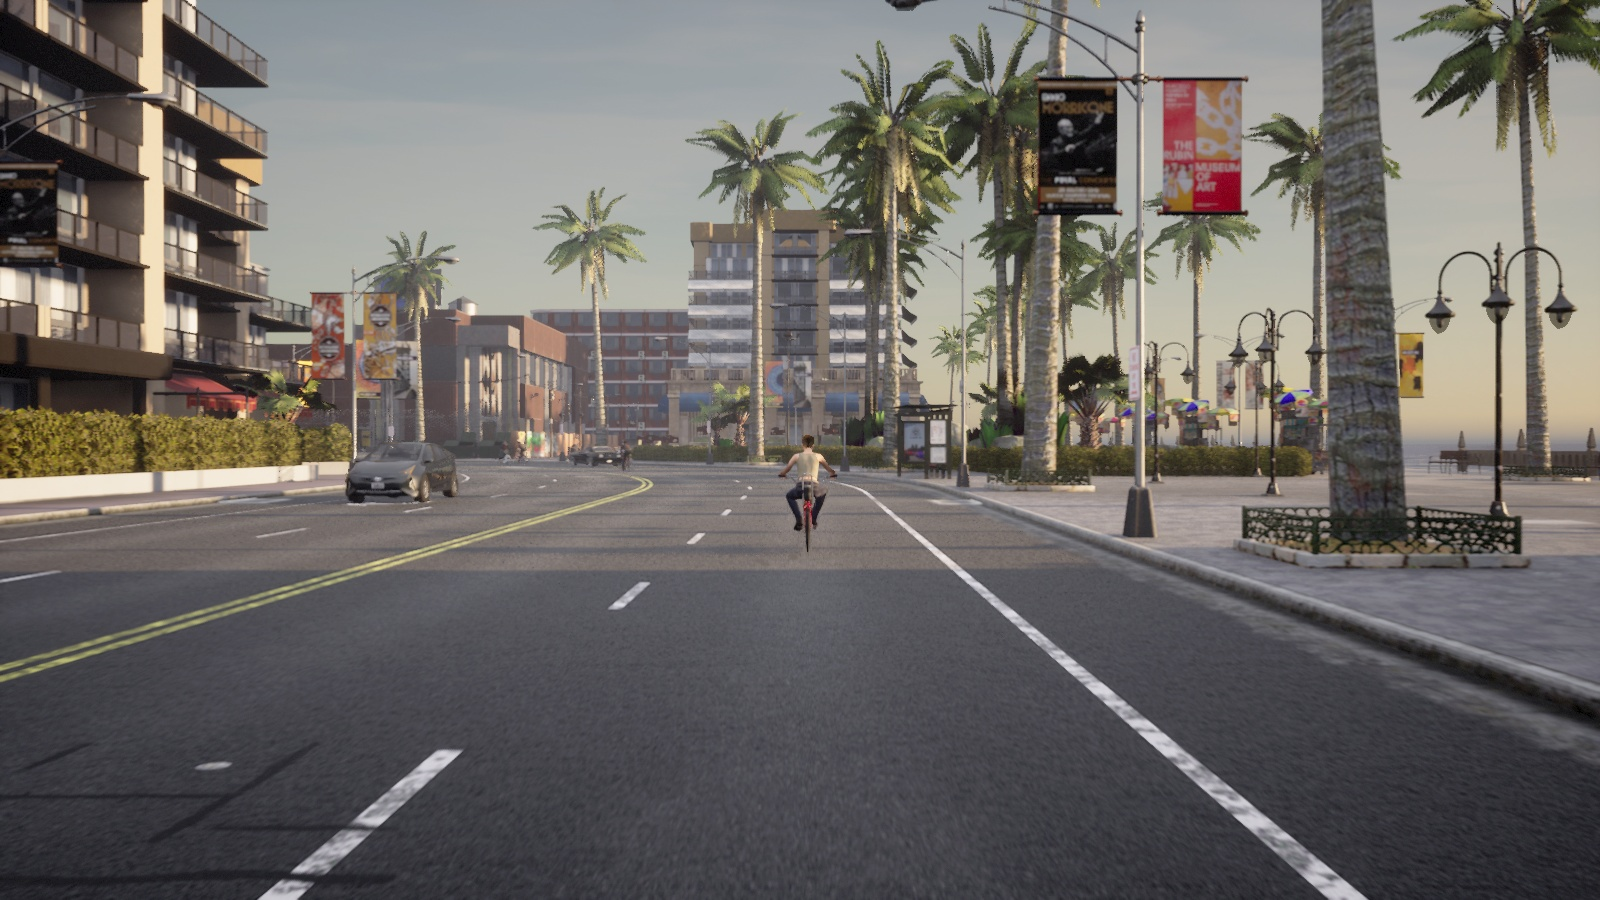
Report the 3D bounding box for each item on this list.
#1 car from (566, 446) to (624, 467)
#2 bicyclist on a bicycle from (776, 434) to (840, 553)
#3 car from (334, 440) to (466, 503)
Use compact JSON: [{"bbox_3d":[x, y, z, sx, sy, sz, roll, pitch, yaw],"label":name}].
[{"bbox_3d":[-13.157,0.384,80.214,1.895,1.301,4.718,0,0,-33],"label":"car"},{"bbox_3d":[0.111,0.583,17.745,0.866,1.612,1.509,0,0,1],"label":"bicyclist on a bicycle"},{"bbox_3d":[-10.303,0.501,32.693,2.007,1.525,4.514,0,0,0],"label":"car"}]
